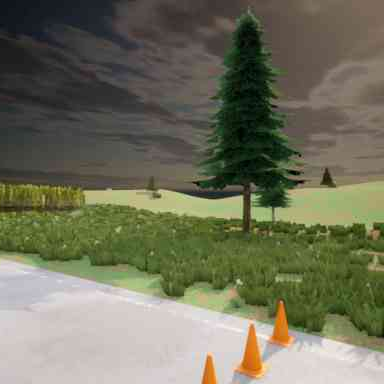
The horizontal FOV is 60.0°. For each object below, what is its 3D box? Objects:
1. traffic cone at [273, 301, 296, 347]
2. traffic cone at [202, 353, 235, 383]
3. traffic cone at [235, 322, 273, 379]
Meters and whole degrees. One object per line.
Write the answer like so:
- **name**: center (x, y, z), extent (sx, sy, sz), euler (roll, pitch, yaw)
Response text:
- **traffic cone**: center (1.348, 1.955, 5.029), extent (0.340, 0.580, 0.340), euler (0, 0, 36)
- **traffic cone**: center (0.179, 1.955, 3.406), extent (0.340, 0.580, 0.340), euler (0, 0, 36)
- **traffic cone**: center (0.764, 1.955, 4.218), extent (0.340, 0.580, 0.340), euler (0, 0, 36)
